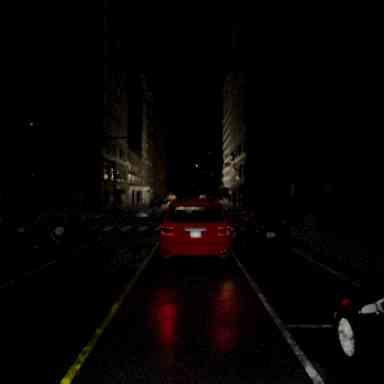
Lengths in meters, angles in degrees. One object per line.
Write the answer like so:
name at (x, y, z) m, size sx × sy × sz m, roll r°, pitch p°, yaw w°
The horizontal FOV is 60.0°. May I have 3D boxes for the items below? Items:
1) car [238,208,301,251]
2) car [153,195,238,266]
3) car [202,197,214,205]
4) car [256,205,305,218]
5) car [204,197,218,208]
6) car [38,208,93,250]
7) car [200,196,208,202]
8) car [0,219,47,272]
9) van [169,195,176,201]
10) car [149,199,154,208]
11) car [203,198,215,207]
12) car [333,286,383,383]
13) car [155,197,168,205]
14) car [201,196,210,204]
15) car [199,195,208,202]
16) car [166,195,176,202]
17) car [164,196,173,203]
car at (2.859, 1.596, 14.106) m, size 1.947 × 1.339 × 4.313 m, roll 0°, pitch 0°, yaw 0°
car at (0.103, 1.247, 11.724) m, size 2.150 × 2.045 × 5.566 m, roll 0°, pitch 0°, yaw 0°
car at (2.923, 1.733, 62.014) m, size 2.008 × 1.369 × 4.403 m, roll 0°, pitch 0°, yaw 0°
car at (6.393, 1.674, 25.936) m, size 4.718 × 1.301 × 1.895 m, roll 0°, pitch 0°, yaw -18°
car at (2.901, 1.580, 51.197) m, size 1.967 × 1.590 × 4.097 m, roll 0°, pitch 0°, yaw 0°
car at (-5.666, 1.470, 14.109) m, size 1.967 × 1.590 × 4.097 m, roll 0°, pitch 0°, yaw 0°
car at (2.966, 1.730, 83.650) m, size 1.967 × 1.590 × 4.097 m, roll 0°, pitch 0°, yaw 0°
car at (-5.667, 1.600, 8.607) m, size 1.802 × 1.307 × 4.206 m, roll 0°, pitch 0°, yaw 0°
van at (-5.538, 1.698, 94.480) m, size 1.690 × 1.788 × 3.998 m, roll 0°, pitch 0°, yaw 0°
car at (-5.624, 1.722, 51.211) m, size 1.802 × 1.307 × 4.206 m, roll 0°, pitch 0°, yaw 0°
car at (2.912, 1.686, 56.776) m, size 1.752 × 1.417 × 4.829 m, roll 0°, pitch 0°, yaw 0°
car at (2.857, 1.557, 3.104) m, size 2.008 × 1.369 × 4.403 m, roll 0°, pitch 0°, yaw 0°
car at (-5.602, 1.733, 62.028) m, size 2.008 × 1.369 × 4.403 m, roll 0°, pitch 0°, yaw 0°
car at (2.944, 1.672, 72.832) m, size 1.967 × 1.590 × 4.097 m, roll 0°, pitch 0°, yaw 0°
car at (2.976, 1.637, 89.060) m, size 2.192 × 1.841 × 5.009 m, roll 0°, pitch 0°, yaw 0°
car at (-5.549, 1.637, 89.072) m, size 2.192 × 1.841 × 5.009 m, roll 0°, pitch 0°, yaw 0°
car at (-5.570, 1.784, 78.084) m, size 1.752 × 1.417 × 4.829 m, roll 0°, pitch 0°, yaw 0°
